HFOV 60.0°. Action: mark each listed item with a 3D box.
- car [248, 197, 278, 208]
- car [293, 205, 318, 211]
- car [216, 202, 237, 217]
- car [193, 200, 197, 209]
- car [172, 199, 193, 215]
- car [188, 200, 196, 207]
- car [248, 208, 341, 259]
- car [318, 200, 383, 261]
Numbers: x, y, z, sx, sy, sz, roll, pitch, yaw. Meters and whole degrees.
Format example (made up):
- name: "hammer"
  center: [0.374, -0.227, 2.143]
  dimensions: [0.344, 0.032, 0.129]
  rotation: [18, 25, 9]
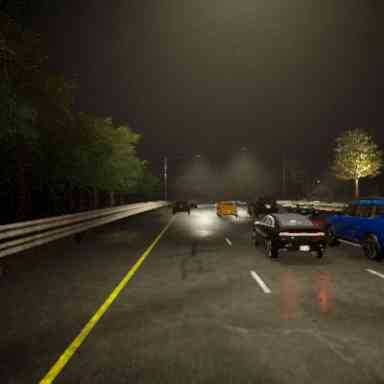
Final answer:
- name: "car"
  center: [7.114, 1.514, 33.661]
  dimensions: [2.150, 2.045, 5.566]
  rotation: [0, -1, 0]
- name: "car"
  center: [10.613, 1.871, 32.106]
  dimensions: [1.895, 1.301, 4.718]
  rotation: [0, -1, 0]
- name: "car"
  center: [3.615, 1.793, 35.120]
  dimensions: [1.882, 1.535, 5.008]
  rotation: [0, -1, 0]
- name: "car"
  center: [0.024, 2.265, 58.641]
  dimensions: [1.812, 1.442, 4.674]
  rotation: [0, -1, 0]
- name: "car"
  center: [-1.210, 1.745, 39.932]
  dimensions: [2.097, 1.767, 4.553]
  rotation: [0, -1, 0]
- name: "car"
  center: [0.031, 2.540, 74.326]
  dimensions: [1.812, 1.442, 4.674]
  rotation: [0, -2, 0]
- name: "car"
  center: [3.605, 1.591, 13.058]
  dimensions: [2.128, 1.511, 4.902]
  rotation: [0, 0, 0]
- name: "car"
  center: [7.105, 1.319, 12.798]
  dimensions: [2.150, 2.045, 5.566]
  rotation: [0, 0, 0]
